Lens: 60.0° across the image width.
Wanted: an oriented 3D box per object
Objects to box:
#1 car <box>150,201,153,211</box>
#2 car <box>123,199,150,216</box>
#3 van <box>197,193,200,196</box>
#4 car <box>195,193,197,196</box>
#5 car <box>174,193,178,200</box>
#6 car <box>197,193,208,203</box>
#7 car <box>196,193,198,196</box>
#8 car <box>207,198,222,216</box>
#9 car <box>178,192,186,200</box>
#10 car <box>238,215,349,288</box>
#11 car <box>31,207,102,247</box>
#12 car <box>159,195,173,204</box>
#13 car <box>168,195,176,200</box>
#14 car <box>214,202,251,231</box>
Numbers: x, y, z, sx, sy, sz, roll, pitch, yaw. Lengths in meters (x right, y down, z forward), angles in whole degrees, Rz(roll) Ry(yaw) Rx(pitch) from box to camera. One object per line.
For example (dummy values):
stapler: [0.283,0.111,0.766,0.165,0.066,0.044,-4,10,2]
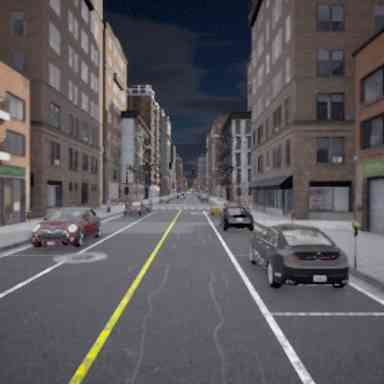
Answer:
car: [-5.392,1.522,37.440,2.008,1.369,4.403,0,0,0]
car: [-5.391,1.558,31.759,1.802,1.307,4.206,0,0,0]
van: [2.633,1.276,75.130,1.690,1.788,3.998,0,0,0]
car: [2.636,1.235,91.349,2.192,1.841,5.009,0,0,0]
car: [-5.419,1.364,85.941,1.967,1.590,4.097,0,0,0]
car: [2.632,1.491,69.724,2.008,1.369,4.403,0,0,0]
car: [2.634,1.512,80.537,1.802,1.307,4.206,0,0,0]
car: [2.634,1.502,31.931,1.752,1.417,4.829,0,0,0]
car: [-2.760,1.444,91.473,2.128,1.511,4.902,0,0,0]
car: [2.636,1.545,9.036,2.008,1.369,4.403,0,0,0]
car: [-5.389,1.429,14.713,1.967,1.590,4.097,0,0,0]
car: [-5.396,1.496,64.316,2.008,1.369,4.403,0,0,0]
car: [-5.424,1.444,91.177,1.752,1.417,4.829,0,0,0]
car: [2.635,1.552,20.399,1.947,1.339,4.313,0,0,0]
